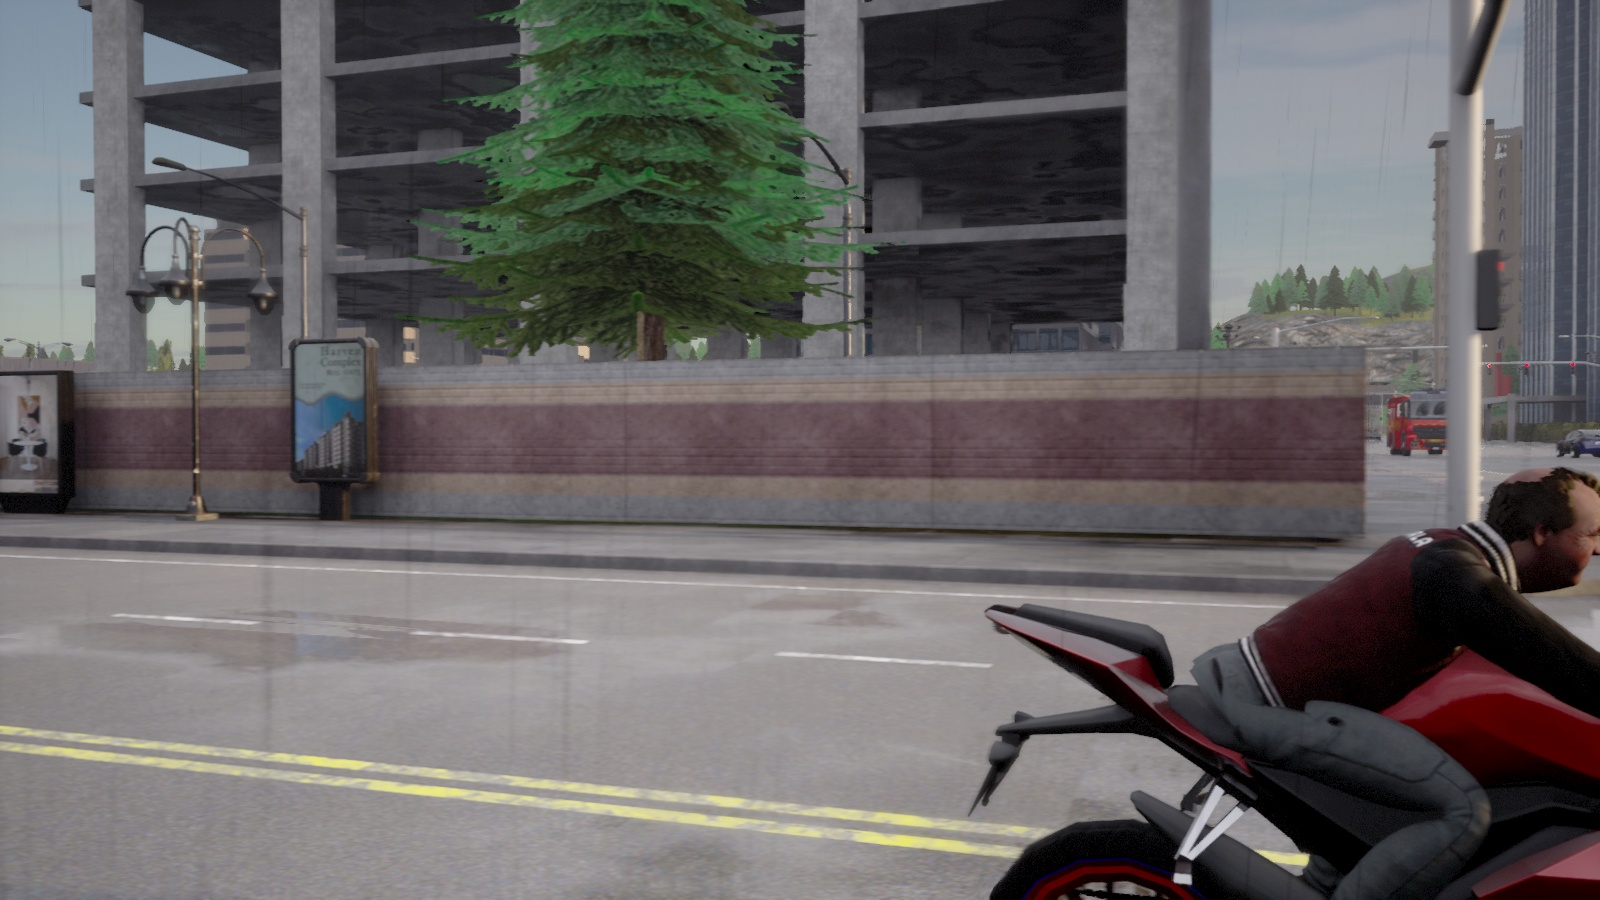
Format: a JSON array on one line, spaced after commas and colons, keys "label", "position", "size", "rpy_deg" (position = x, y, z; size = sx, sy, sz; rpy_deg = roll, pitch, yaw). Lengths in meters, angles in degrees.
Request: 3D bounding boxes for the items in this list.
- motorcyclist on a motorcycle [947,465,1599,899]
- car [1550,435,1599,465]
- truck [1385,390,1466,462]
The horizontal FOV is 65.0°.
[{"label": "motorcyclist on a motorcycle", "position": [1.486, 0.824, 2.694], "size": [2.191, 1.530, 0.866], "rpy_deg": [1, 1, 19]}, {"label": "car", "position": [40.587, -0.029, 64.887], "size": [2.163, 1.488, 4.792], "rpy_deg": [1, 1, 19]}, {"label": "truck", "position": [35.373, -1.328, 71.273], "size": [2.891, 3.827, 8.468], "rpy_deg": [1, 1, 18]}]
